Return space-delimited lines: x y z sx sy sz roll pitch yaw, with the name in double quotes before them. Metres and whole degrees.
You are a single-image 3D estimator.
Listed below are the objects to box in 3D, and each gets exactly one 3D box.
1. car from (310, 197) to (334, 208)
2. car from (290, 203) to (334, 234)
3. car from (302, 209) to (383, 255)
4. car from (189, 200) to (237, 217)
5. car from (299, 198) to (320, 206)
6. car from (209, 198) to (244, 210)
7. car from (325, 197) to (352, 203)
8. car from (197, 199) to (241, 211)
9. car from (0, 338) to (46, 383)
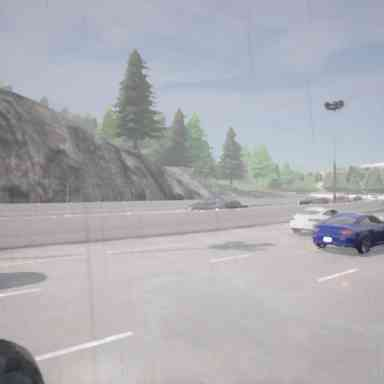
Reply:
"car" 20.133 1.600 51.293 1.837 1.490 4.892 0 0 41
"car" 7.318 1.561 18.556 4.674 1.442 1.812 0 0 -40
"car" 6.684 1.550 13.474 4.674 1.442 1.812 0 0 -39
"car" 2.105 1.584 32.848 4.892 1.490 1.837 0 0 -42
"car" 19.966 1.711 56.518 1.895 1.301 4.718 0 0 40
"car" 4.729 1.597 44.985 2.128 1.511 4.902 0 0 45
"car" 20.925 1.438 46.903 2.097 1.767 4.553 0 0 42
"car" 2.773 1.546 28.758 5.008 1.535 1.882 0 0 -42
"car" -3.262 1.514 1.511 4.892 1.490 1.837 0 0 -35
